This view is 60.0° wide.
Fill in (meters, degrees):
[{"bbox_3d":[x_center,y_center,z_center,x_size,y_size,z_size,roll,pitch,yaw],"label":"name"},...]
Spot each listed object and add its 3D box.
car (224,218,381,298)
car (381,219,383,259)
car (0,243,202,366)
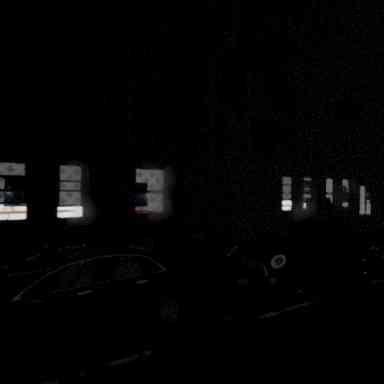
[{"bbox_3d":[2.753,1.465,8.525,4.097,1.590,1.967,0,0,-36],"label":"car"},{"bbox_3d":[7.386,1.594,11.831,4.403,1.369,2.008,0,0,-36],"label":"car"},{"bbox_3d":[-1.882,1.556,5.218,4.403,1.369,2.008,0,0,-36],"label":"car"}]
